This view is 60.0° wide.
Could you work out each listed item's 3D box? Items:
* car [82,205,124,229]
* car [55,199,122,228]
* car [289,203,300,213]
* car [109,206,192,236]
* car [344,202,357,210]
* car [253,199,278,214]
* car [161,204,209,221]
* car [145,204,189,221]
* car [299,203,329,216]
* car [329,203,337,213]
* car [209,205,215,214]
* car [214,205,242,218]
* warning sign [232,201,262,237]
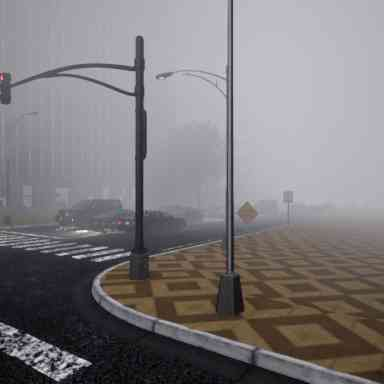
[{"bbox_3d":[-5.157,1.883,23.243,1.994,1.385,4.181,0,-1,33],"label":"car"},{"bbox_3d":[-7.607,1.547,25.440,2.150,2.045,5.566,0,-1,33],"label":"car"},{"bbox_3d":[16.004,2.404,49.843,1.882,1.535,5.008,0,-1,33],"label":"car"},{"bbox_3d":[-2.389,1.861,20.860,2.033,1.411,5.357,0,-1,30],"label":"car"},{"bbox_3d":[31.436,2.770,65.959,1.801,1.575,5.366,0,-1,33],"label":"car"},{"bbox_3d":[10.674,2.064,47.833,2.150,2.045,5.566,0,-1,33],"label":"car"},{"bbox_3d":[-0.626,2.033,30.310,1.994,1.385,4.181,0,-1,32],"label":"car"},{"bbox_3d":[-2.429,2.001,33.509,1.837,1.490,4.892,0,-1,33],"label":"car"},{"bbox_3d":[16.492,2.406,44.678,2.033,1.411,5.357,0,-1,33],"label":"car"},{"bbox_3d":[21.782,2.537,53.016,1.837,1.490,4.892,0,-1,33],"label":"car"},{"bbox_3d":[3.045,2.279,42.031,1.895,1.301,4.718,0,-1,32],"label":"car"},{"bbox_3d":[4.832,2.251,38.803,1.895,1.301,4.718,0,-1,33],"label":"car"},{"bbox_3d":[3.088,1.454,18.560,1.300,1.860,1.060,1,1,33],"label":"warning sign"}]
